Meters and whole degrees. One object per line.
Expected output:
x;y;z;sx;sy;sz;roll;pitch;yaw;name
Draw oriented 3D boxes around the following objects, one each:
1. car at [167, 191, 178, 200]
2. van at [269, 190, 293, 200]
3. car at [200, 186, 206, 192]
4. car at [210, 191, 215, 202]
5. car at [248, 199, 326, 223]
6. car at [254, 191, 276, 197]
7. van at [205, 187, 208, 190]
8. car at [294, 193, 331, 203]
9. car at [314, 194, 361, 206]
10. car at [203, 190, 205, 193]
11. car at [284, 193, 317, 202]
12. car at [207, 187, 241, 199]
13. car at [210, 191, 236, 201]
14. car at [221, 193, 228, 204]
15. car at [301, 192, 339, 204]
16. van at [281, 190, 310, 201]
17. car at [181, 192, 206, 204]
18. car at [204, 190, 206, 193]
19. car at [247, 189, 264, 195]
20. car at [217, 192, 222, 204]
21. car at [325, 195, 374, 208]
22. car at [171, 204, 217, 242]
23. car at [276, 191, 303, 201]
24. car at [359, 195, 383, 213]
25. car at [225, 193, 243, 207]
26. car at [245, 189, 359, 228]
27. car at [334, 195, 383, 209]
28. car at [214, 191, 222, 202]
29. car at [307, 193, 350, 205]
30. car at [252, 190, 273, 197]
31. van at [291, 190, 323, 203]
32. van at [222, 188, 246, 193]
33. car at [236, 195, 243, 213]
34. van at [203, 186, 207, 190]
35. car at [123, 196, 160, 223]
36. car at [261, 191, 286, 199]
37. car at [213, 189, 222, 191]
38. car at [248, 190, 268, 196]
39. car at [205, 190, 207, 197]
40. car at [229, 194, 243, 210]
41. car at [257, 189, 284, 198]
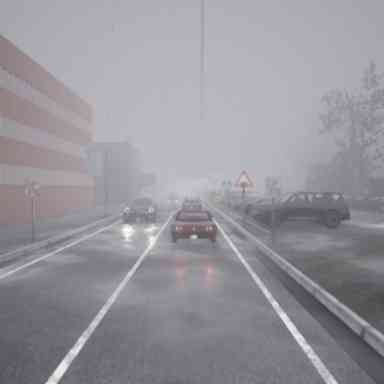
-3.720;0.662;64.085;2.097;1.767;4.553;0;1;0;car
18.030;0.532;67.745;4.442;1.987;1.878;0;1;-1;van
5.341;0.193;81.646;5.566;2.045;2.435;0;2;-1;car
5.685;0.955;47.729;5.366;1.575;1.946;0;1;-1;car
6.244;1.245;22.304;4.674;1.452;2.002;0;0;-1;car
17.913;0.466;82.008;4.792;1.488;2.163;0;2;-1;car
5.610;0.445;73.297;4.442;1.987;1.878;0;1;-1;van
18.398;0.925;50.933;5.008;1.535;2.097;0;1;-1;car
18.523;1.009;42.464;5.008;1.535;2.097;0;1;-1;car
5.456;0.640;76.006;4.674;1.452;2.002;0;2;-1;car
18.319;0.871;56.455;4.892;1.521;2.231;0;1;-1;car
5.774;0.622;56.206;5.566;2.045;2.435;0;1;-1;car
5.693;0.692;61.858;4.553;1.767;2.185;0;1;-1;car
6.009;1.100;36.431;4.792;1.488;2.163;0;1;-1;car
18.466;0.828;48.110;4.553;1.767;2.185;0;1;-1;car
18.389;0.616;59.279;4.442;1.987;1.878;0;1;-1;van
-0.019;1.133;32.425;2.128;1.511;4.902;0;2;0;car
5.539;0.768;70.343;4.674;1.452;2.002;0;1;-1;car
17.749;0.003;93.168;4.553;1.767;2.185;0;2;-1;car
5.952;1.054;42.082;4.674;1.452;2.002;0;1;-1;car
18.591;1.068;39.518;4.792;1.488;2.163;0;1;-1;car
0.068;1.465;15.432;1.895;1.301;4.718;0;1;0;car
18.198;0.687;62.224;4.553;1.767;2.185;0;1;-1;car
18.684;1.124;31.046;4.892;1.521;2.231;0;1;-1;car
6.082;1.139;33.606;4.674;1.452;2.002;0;1;-1;car
6.260;0.978;19.476;5.566;2.045;2.435;0;0;-1;car
18.599;1.067;36.693;5.008;1.535;2.097;0;1;-1;car
6.098;0.983;44.909;5.366;1.575;1.946;0;1;-1;car
18.471;0.981;45.287;5.008;1.535;2.097;0;1;-1;car
17.910;0.363;84.705;4.892;1.521;2.231;0;2;-1;car
18.469;0.672;53.629;4.442;1.987;1.878;0;1;-1;van
6.113;0.817;39.256;4.442;1.987;1.878;0;1;-1;van
6.200;1.180;25.130;5.008;1.535;2.097;0;0;-1;car
5.528;0.296;78.825;4.442;1.987;1.878;0;2;-1;van
-3.414;1.133;23.256;2.097;1.767;4.553;0;1;0;car
18.061;0.667;73.529;5.008;1.535;2.097;0;2;-1;car
5.860;0.804;50.556;4.553;1.767;2.185;0;1;-1;car
17.814;0.203;90.474;5.008;1.535;2.097;0;2;-1;car
5.615;0.789;64.684;5.008;1.535;2.097;0;1;-1;car
6.119;1.167;30.781;4.674;1.452;2.002;0;1;-1;car
17.997;0.341;76.355;5.566;2.045;2.435;0;2;-1;car
